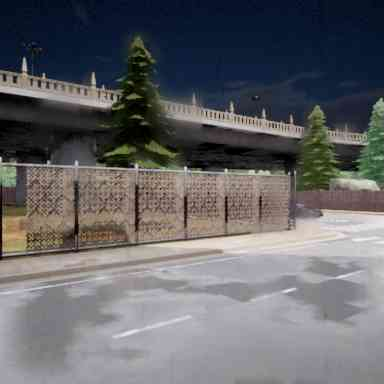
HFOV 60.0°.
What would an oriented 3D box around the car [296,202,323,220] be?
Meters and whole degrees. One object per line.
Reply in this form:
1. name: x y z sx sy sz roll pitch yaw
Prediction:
1. car: 9.309 1.619 29.224 1.994 1.385 4.181 0 0 -35
